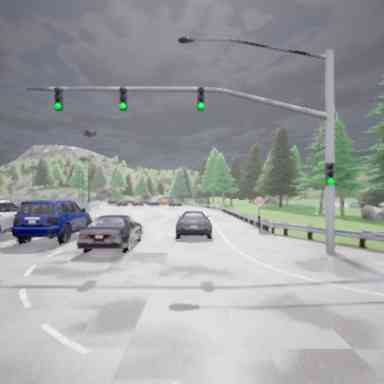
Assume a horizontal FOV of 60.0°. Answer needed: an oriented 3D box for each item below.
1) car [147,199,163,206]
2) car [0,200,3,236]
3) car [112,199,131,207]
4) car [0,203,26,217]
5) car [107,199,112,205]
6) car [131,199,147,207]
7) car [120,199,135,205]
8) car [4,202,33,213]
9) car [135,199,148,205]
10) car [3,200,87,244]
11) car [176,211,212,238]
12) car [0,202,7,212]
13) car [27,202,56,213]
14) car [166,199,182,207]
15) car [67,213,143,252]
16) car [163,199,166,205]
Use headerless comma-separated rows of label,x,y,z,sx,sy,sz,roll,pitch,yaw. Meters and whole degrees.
car,-8.620,2.458,73.361,1.895,1.301,4.718,0,-1,-22
car,-10.398,1.424,17.379,2.150,2.045,5.566,0,-1,0
car,-14.899,2.352,70.182,2.128,1.511,4.902,0,-1,-22
car,-20.995,2.013,38.037,1.994,1.385,4.181,0,-1,0
car,-18.855,2.302,79.665,2.128,1.511,4.902,0,-1,-30
car,-11.720,2.370,71.680,1.812,1.442,4.674,0,-1,-22
car,-15.707,2.334,81.193,2.033,1.411,5.357,0,-1,-30
car,-24.567,2.122,47.244,1.994,1.385,4.181,0,-1,-3
car,-12.558,2.364,82.722,1.994,1.385,4.181,0,-1,-30
car,-6.898,1.420,17.032,2.150,2.045,5.566,0,-1,0
car,0.102,1.787,19.110,1.994,1.385,4.181,0,-1,0
car,-28.047,2.116,46.719,1.994,1.385,4.181,0,-1,-3
car,-21.050,2.152,46.664,1.895,1.301,4.718,0,-1,0
car,-3.424,2.369,68.539,1.994,1.385,4.181,0,-1,-18
car,-3.399,1.718,14.671,2.033,1.411,5.357,0,-1,0
car,-6.617,2.405,78.076,1.882,1.535,5.008,0,-1,-26
